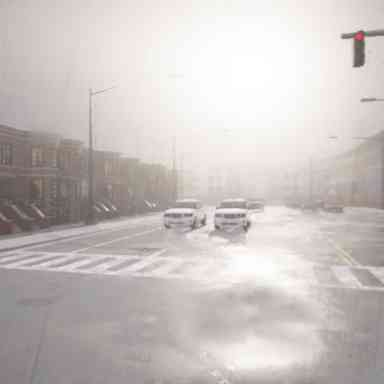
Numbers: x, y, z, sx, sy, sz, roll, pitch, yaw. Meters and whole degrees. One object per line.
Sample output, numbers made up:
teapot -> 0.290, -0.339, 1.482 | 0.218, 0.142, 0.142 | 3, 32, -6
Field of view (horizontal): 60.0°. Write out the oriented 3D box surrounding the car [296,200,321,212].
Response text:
car -> 16.237, 2.033, 46.494 | 2.033, 1.411, 5.357 | -1, -1, 13

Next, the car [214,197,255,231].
car -> 3.027, 1.518, 23.609 | 2.150, 2.045, 5.566 | -1, -1, 14

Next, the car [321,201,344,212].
car -> 19.912, 2.059, 46.966 | 1.895, 1.301, 4.718 | -1, -1, 12

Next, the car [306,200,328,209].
car -> 21.177, 2.104, 56.744 | 1.812, 1.442, 4.674 | 0, -1, -3

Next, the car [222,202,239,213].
car -> 5.464, 2.114, 46.888 | 1.812, 1.442, 4.674 | -1, -1, 15

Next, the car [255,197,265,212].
car -> 9.389, 1.791, 48.045 | 2.150, 2.045, 5.566 | -1, -1, 14

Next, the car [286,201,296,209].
car -> 17.676, 2.212, 56.798 | 1.895, 1.301, 4.718 | 0, -1, -3

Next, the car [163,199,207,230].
car -> -0.351, 1.560, 24.522 | 2.150, 2.045, 5.566 | -1, -1, 14
